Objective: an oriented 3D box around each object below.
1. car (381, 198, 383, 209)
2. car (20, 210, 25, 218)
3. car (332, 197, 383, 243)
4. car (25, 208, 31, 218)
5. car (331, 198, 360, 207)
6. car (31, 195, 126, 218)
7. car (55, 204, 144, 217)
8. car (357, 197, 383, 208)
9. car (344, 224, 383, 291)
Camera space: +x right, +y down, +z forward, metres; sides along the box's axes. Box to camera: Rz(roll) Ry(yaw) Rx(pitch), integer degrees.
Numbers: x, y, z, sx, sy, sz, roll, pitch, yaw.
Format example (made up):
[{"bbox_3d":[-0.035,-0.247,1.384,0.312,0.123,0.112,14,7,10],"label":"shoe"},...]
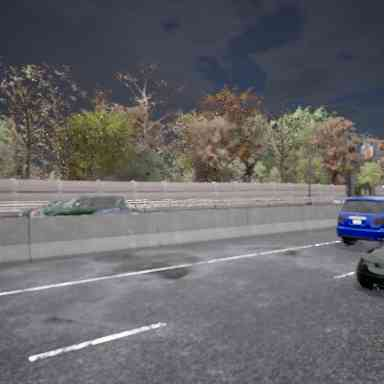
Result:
[{"bbox_3d":[28.325,1.554,45.657,5.357,1.411,2.033,0,0,-35],"label":"car"},{"bbox_3d":[-10.873,1.502,26.305,4.892,1.490,1.837,0,0,-36],"label":"car"},{"bbox_3d":[8.373,1.218,14.023,5.566,2.045,2.150,0,0,-36],"label":"car"},{"bbox_3d":[-8.913,1.349,23.430,4.553,1.767,2.097,0,0,-35],"label":"car"},{"bbox_3d":[23.495,1.607,50.810,4.718,1.301,1.895,0,0,-35],"label":"car"},{"bbox_3d":[-6.645,1.219,20.752,5.566,2.045,2.150,0,0,-36],"label":"car"},{"bbox_3d":[-4.261,1.544,18.151,5.357,1.411,2.033,0,0,-36],"label":"car"},{"bbox_3d":[26.224,1.511,48.459,4.892,1.490,1.837,0,0,-35],"label":"car"},{"bbox_3d":[5.750,1.561,7.849,4.181,1.385,1.994,0,0,-36],"label":"car"}]
